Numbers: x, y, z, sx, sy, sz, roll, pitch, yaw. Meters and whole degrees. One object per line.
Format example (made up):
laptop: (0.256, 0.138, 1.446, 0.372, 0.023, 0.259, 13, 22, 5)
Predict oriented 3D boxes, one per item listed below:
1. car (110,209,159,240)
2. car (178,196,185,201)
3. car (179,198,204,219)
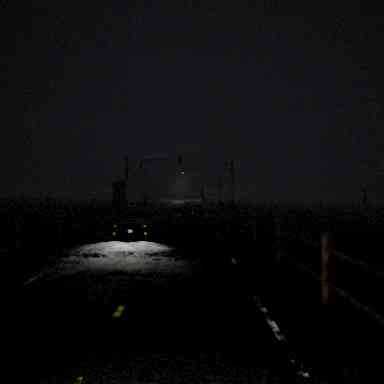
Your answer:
car: (-2.836, 1.595, 17.184, 1.994, 1.385, 4.181, 0, 0, 0)
car: (-2.669, 1.715, 88.080, 2.033, 1.411, 5.357, 0, 0, 0)
car: (-0.013, 1.531, 29.334, 1.882, 1.535, 5.008, 0, 0, -2)
